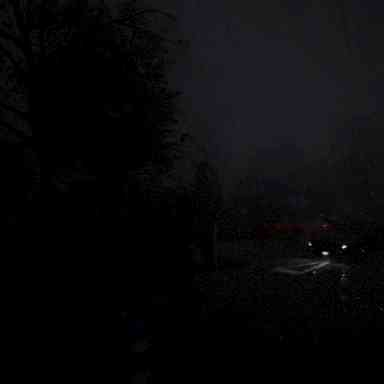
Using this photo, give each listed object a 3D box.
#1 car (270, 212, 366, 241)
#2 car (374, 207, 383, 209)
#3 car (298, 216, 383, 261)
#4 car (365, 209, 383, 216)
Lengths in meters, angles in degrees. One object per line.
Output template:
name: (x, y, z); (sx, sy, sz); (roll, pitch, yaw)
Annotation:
car: (7.853, 2.200, 21.251); (2.097, 1.535, 5.008); (1, -3, -40)
car: (20.911, 2.453, 32.062); (2.097, 1.535, 5.008); (1, -3, -40)
car: (7.117, 1.988, 14.405); (5.357, 1.411, 2.033); (1, -3, -40)
car: (12.291, 2.289, 24.941); (2.231, 1.521, 4.892); (1, -3, -40)
